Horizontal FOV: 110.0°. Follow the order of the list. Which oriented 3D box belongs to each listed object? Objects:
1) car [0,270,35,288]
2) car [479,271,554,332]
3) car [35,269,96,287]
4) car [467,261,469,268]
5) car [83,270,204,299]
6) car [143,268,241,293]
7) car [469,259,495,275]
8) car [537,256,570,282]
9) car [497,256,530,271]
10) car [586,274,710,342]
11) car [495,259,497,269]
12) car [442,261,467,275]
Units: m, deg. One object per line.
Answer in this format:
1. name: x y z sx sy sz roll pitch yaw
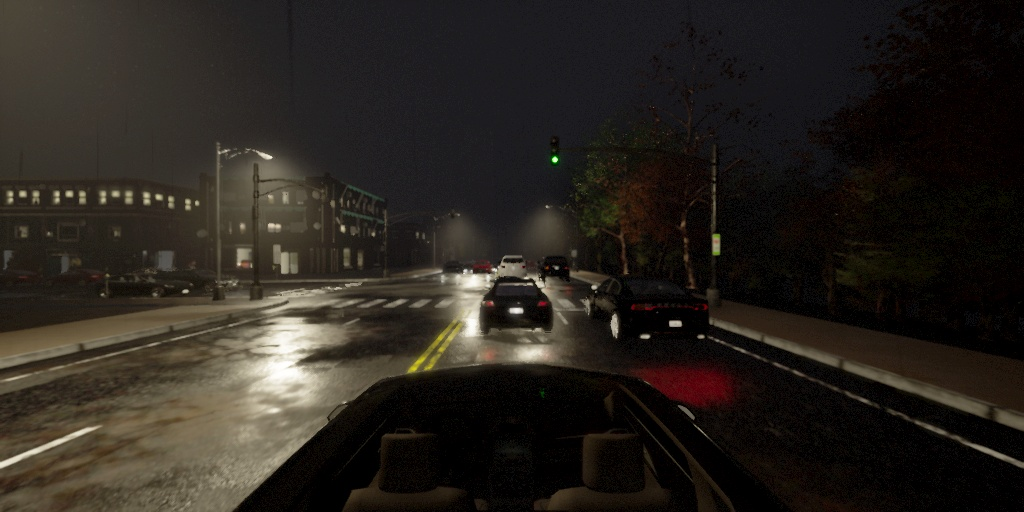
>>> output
1. car: -39.353 1.748 28.068 4.207 1.307 1.802 0 0 0
2. car: 0.102 1.324 10.867 1.994 1.385 4.181 0 0 0
3. car: -33.819 1.686 28.061 4.207 1.307 1.802 0 0 0
4. car: -6.554 1.405 57.240 1.895 1.301 4.718 0 0 0
5. car: -19.949 1.586 19.544 4.313 1.339 1.948 0 0 0
6. car: -19.518 1.518 22.247 4.674 1.442 1.812 0 0 1
7. car: -3.340 1.267 40.449 1.882 1.535 5.008 0 1 0
8. car: 3.347 1.001 29.508 2.150 2.045 5.566 0 0 0
9. car: 0.098 1.002 30.309 2.150 2.045 5.566 0 0 0
10. car: 3.348 1.237 9.817 1.882 1.535 5.008 0 0 0
11. car: -3.306 1.329 57.559 1.812 1.442 4.674 0 0 0
12. car: -6.597 1.267 40.577 1.882 1.535 5.008 0 1 0
